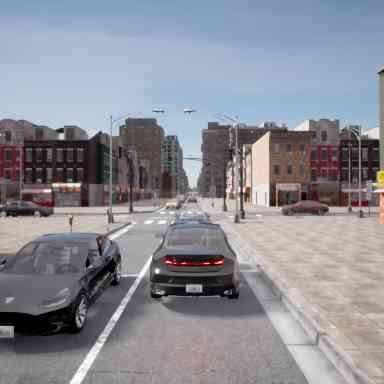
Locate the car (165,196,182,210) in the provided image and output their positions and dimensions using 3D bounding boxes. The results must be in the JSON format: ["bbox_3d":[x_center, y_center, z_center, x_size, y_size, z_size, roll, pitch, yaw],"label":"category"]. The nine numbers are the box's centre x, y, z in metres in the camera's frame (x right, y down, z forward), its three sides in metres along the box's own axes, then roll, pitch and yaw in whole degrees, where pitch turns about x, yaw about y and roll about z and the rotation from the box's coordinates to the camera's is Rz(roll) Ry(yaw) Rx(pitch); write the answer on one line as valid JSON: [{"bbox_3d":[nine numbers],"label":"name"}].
[{"bbox_3d":[-2.596,1.575,44.391,1.752,1.417,4.829,0,0,0],"label":"car"}]

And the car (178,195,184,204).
[{"bbox_3d":[-2.591,1.608,50.166,1.887,1.381,4.507,0,0,0],"label":"car"}]

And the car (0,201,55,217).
[{"bbox_3d":[-14.739,1.542,29.474,4.892,1.490,1.837,0,0,0],"label":"car"}]

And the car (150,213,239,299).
[{"bbox_3d":[0.078,1.507,8.470,1.837,1.490,4.892,0,0,1],"label":"car"}]

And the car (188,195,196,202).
[{"bbox_3d":[0.072,1.654,84.367,1.882,1.535,5.008,0,0,0],"label":"car"}]

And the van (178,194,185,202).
[{"bbox_3d":[-2.561,1.515,83.799,1.690,1.788,3.998,0,0,0],"label":"van"}]

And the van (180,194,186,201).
[{"bbox_3d":[-2.551,1.560,95.010,1.690,1.788,3.998,0,0,0],"label":"van"}]

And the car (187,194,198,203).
[{"bbox_3d":[0.069,1.693,74.667,1.994,1.385,4.181,0,0,0],"label":"car"}]

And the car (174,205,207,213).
[{"bbox_3d":[0.043,1.610,17.683,1.895,1.301,4.718,0,0,1],"label":"car"}]

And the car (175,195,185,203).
[{"bbox_3d":[-2.571,1.573,72.587,1.967,1.590,4.097,0,0,0],"label":"car"}]

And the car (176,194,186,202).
[{"bbox_3d":[-2.566,1.468,78.193,2.192,1.841,5.009,0,0,0],"label":"car"}]

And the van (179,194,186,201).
[{"bbox_3d":[-2.556,1.537,89.404,1.690,1.788,3.998,0,0,0],"label":"van"}]

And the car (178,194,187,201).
[{"bbox_3d":[-2.576,1.553,66.982,1.967,1.590,4.097,0,0,0],"label":"car"}]

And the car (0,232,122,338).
[{"bbox_3d":[-2.628,1.567,6.791,1.947,1.339,4.313,0,0,0],"label":"car"}]

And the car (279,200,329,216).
[{"bbox_3d":[10.866,1.538,32.364,4.674,1.442,1.812,0,0,0],"label":"car"}]
